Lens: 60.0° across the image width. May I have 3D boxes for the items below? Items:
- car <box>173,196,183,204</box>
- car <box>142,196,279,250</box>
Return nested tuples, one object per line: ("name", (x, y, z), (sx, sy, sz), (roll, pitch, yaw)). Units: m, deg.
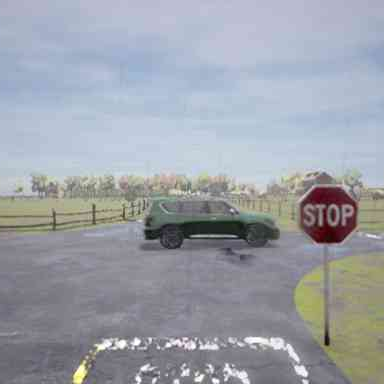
("car", (-2.742, 1.534, 65.741), (1.812, 1.442, 4.674), (0, 0, 0))
("car", (0.727, 1.226, 13.856), (5.566, 2.045, 2.150), (-1, 0, 0))
